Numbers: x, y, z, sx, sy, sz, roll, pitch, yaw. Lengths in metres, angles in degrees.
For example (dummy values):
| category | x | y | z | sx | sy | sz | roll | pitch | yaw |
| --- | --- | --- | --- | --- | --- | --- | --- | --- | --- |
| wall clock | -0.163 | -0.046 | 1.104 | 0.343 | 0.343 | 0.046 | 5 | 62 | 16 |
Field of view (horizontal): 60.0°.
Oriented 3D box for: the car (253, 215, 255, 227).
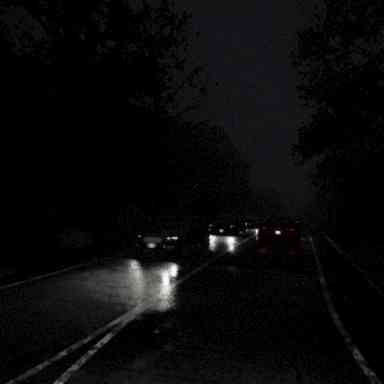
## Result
| category | x | y | z | sx | sy | sz | roll | pitch | yaw |
| --- | --- | --- | --- | --- | --- | --- | --- | --- | --- |
| car | 6.475 | 3.100 | 34.979 | 1.812 | 1.442 | 4.674 | 1 | -4 | 19 |

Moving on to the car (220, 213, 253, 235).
| category | x | y | z | sx | sy | sz | roll | pitch | yaw |
| --- | --- | --- | --- | --- | --- | --- | --- | --- | --- |
| car | 2.698 | 2.225 | 23.561 | 2.033 | 1.411 | 5.357 | 1 | -3 | 18 |

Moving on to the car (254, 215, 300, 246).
| category | x | y | z | sx | sy | sz | roll | pitch | yaw |
| --- | --- | --- | --- | --- | --- | --- | --- | --- | --- |
| car | 4.717 | 2.007 | 17.769 | 1.994 | 1.385 | 4.181 | 1 | -3 | 18 |

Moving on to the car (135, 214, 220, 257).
| category | x | y | z | sx | sy | sz | roll | pitch | yaw |
| --- | --- | --- | --- | --- | --- | --- | --- | --- | --- |
| car | -0.600 | 1.658 | 13.709 | 2.128 | 1.511 | 4.902 | 1 | -2 | 19 |

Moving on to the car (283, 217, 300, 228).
| category | x | y | z | sx | sy | sz | roll | pitch | yaw |
| --- | --- | --- | --- | --- | --- | --- | --- | --- | --- |
| car | 13.080 | 3.981 | 43.545 | 1.994 | 1.385 | 4.181 | 1 | -4 | 19 |
